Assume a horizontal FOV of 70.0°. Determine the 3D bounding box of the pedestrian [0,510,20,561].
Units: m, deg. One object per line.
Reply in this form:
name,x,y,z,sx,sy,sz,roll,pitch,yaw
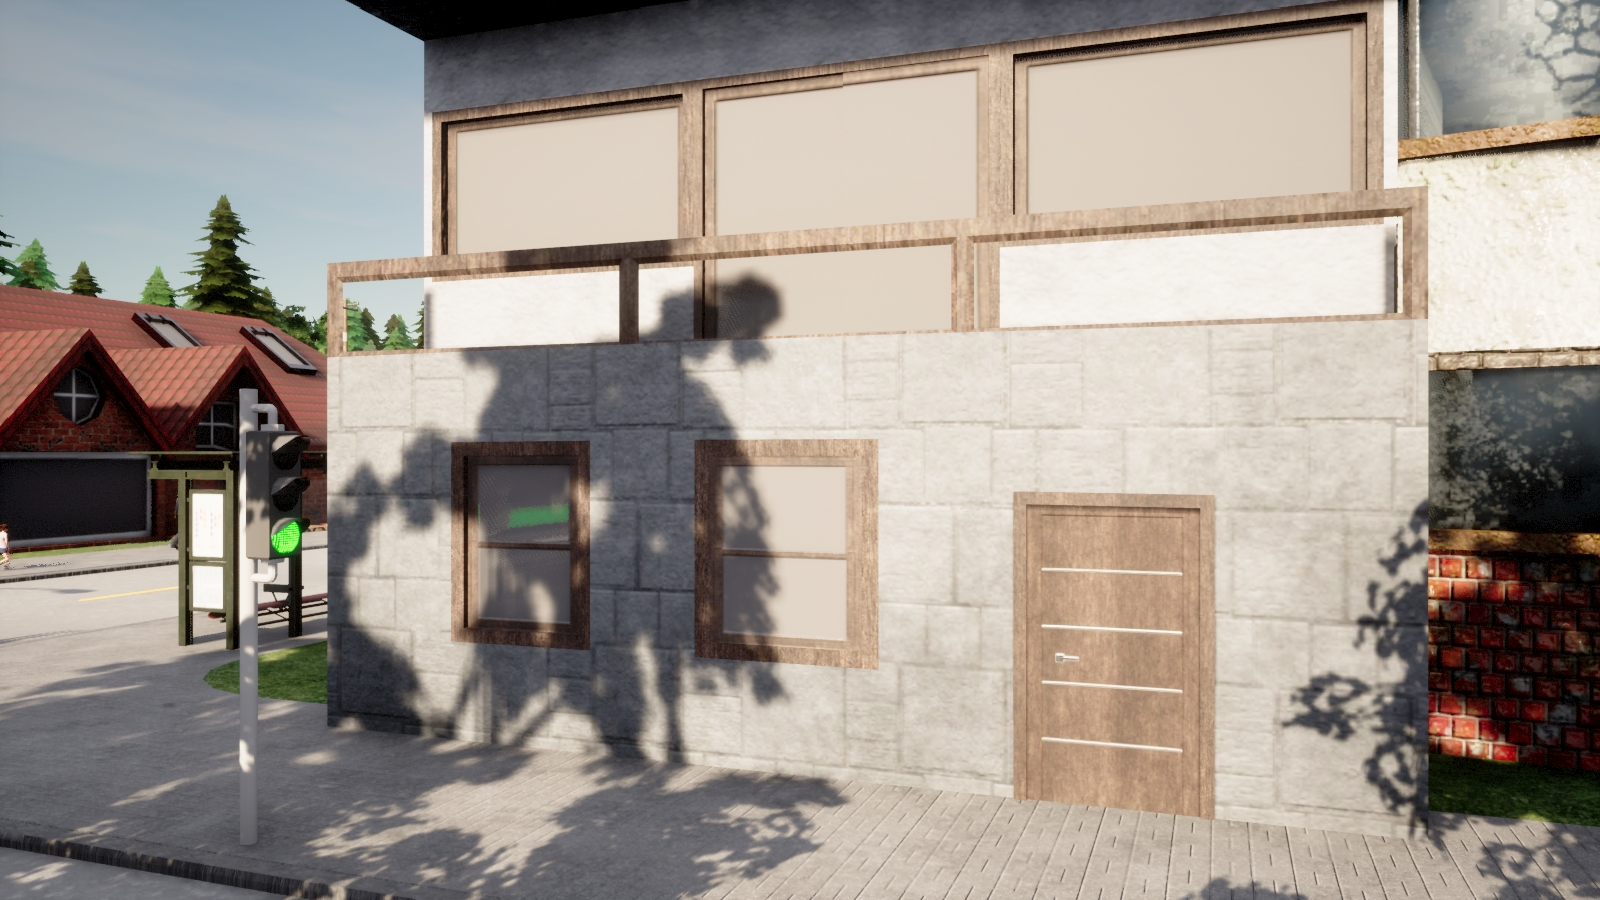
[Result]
pedestrian,-17.824,1.905,25.509,0.500,1.100,0.500,0,0,24
